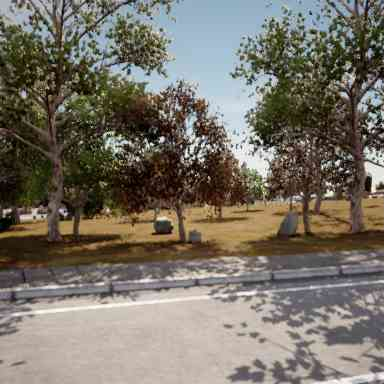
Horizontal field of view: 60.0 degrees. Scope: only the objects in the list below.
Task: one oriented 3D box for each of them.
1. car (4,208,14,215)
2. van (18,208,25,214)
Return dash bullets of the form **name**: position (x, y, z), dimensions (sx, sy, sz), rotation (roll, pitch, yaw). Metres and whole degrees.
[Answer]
- **car**: position (-44.506, 4.650, 77.833), dimensions (2.435, 2.045, 5.566), rotation (1, -3, 0)
- **van**: position (-44.480, 4.930, 83.284), dimensions (1.878, 1.987, 4.442), rotation (1, -3, 0)
